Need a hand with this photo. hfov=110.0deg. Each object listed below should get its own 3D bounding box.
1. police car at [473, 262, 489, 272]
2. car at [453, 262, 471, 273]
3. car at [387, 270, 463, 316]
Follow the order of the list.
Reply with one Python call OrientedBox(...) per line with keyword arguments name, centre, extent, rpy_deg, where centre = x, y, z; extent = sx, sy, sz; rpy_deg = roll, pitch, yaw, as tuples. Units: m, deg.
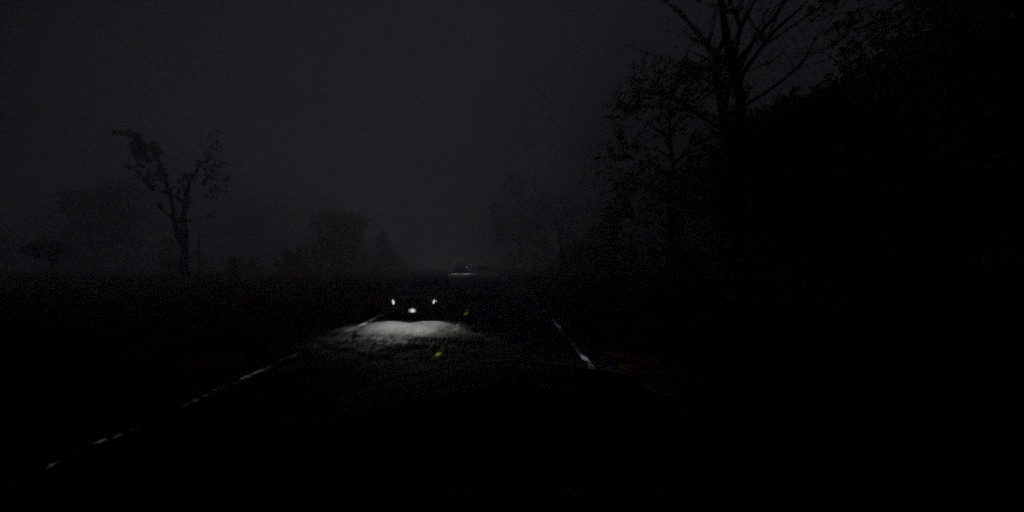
OrientedBox(name="police car", centre=(-5.127, 1.902, 61.894), extent=(1.930, 1.638, 5.238), rpy_deg=(0, -1, -11))
OrientedBox(name="car", centre=(-7.924, 1.760, 55.269), extent=(2.097, 1.767, 4.553), rpy_deg=(0, -1, -10))
OrientedBox(name="car", centre=(-3.404, 1.459, 14.549), extent=(2.033, 1.411, 5.357), rpy_deg=(0, -1, -2))
